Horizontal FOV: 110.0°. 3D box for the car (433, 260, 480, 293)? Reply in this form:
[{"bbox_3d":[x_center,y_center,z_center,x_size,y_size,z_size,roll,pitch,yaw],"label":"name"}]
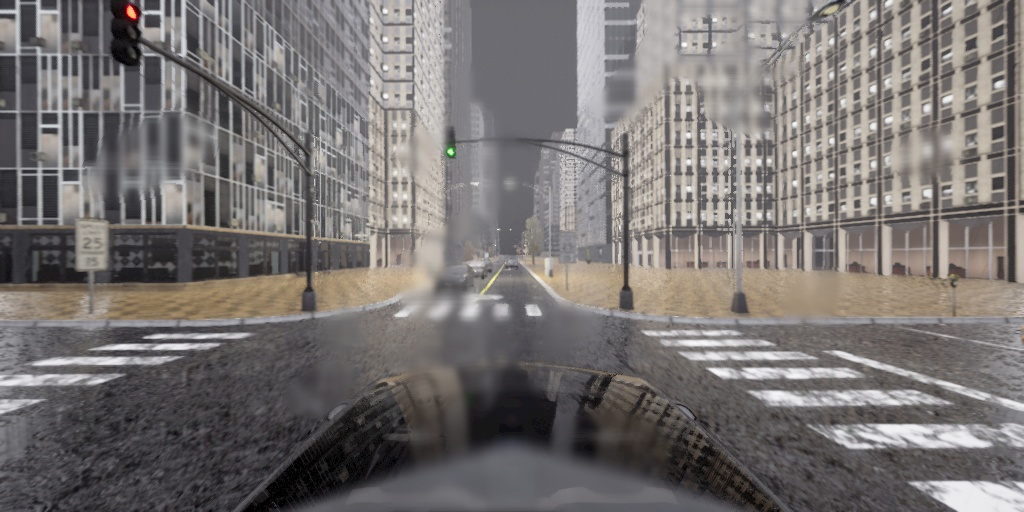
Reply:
[{"bbox_3d":[-3.102,1.187,20.131,1.837,1.490,4.892,0,0,0],"label":"car"}]

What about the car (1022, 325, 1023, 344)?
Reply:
[{"bbox_3d":[12.048,1.215,6.175,5.008,1.535,1.882,0,0,-2],"label":"car"}]

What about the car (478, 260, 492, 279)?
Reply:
[{"bbox_3d":[-3.102,1.123,30.357,2.128,1.511,4.902,0,0,0],"label":"car"}]

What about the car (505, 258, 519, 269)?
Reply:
[{"bbox_3d":[-0.009,1.064,50.185,2.033,1.411,5.357,0,0,0],"label":"car"}]
